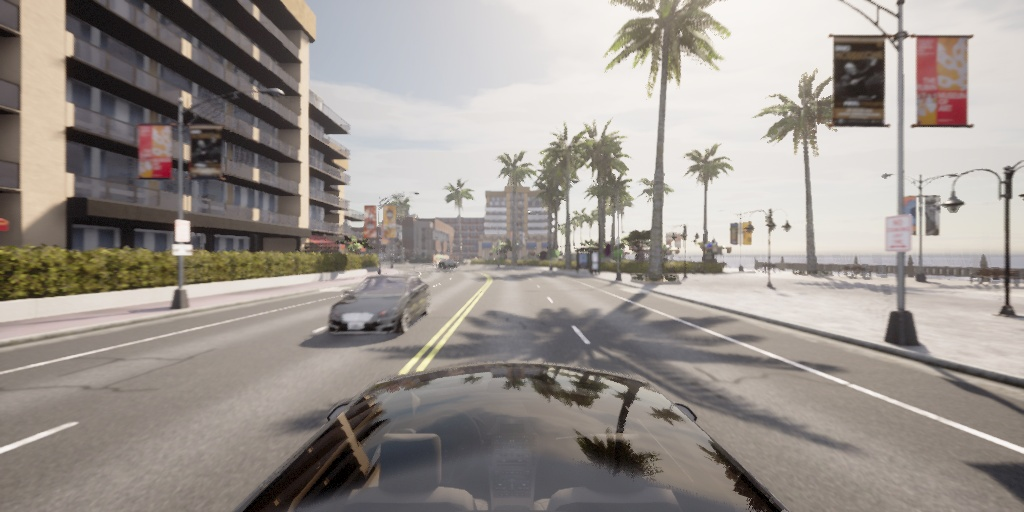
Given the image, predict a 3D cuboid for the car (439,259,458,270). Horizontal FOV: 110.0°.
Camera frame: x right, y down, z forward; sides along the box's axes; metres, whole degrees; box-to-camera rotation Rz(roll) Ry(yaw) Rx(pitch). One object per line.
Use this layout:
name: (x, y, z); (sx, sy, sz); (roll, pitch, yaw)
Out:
car: (-9.868, 1.181, 55.563); (2.097, 1.767, 4.553); (0, 0, -25)

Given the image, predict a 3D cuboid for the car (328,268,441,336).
car: (-3.672, 1.312, 10.729); (2.128, 1.511, 4.902); (0, 1, -2)
